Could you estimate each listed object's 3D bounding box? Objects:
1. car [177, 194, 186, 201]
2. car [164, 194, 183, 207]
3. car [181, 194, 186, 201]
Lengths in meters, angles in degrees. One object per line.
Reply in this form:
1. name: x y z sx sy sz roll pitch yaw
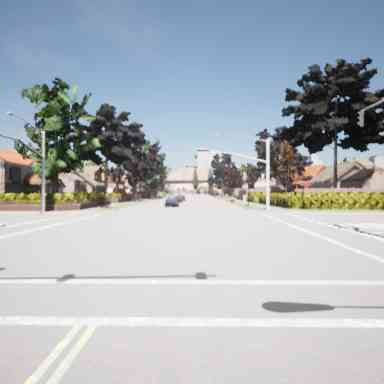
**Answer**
1. car: -2.493 1.297 79.364 2.033 1.411 5.357 0 0 0
2. car: -2.820 1.405 46.942 2.033 1.411 5.357 0 0 0
3. car: -2.637 1.354 63.926 2.033 1.411 5.357 0 0 1
